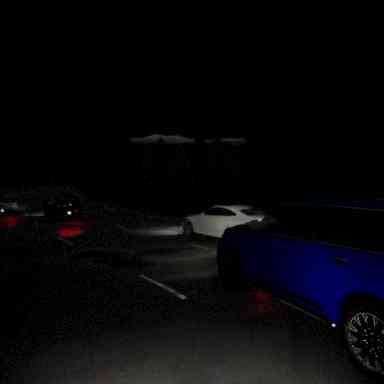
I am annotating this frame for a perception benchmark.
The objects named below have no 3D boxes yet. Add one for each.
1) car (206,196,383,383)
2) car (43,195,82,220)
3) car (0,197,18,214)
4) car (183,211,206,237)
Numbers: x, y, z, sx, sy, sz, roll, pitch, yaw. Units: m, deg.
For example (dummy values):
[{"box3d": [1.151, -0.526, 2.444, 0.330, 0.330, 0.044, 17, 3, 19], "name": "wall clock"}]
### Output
[{"box3d": [2.427, 1.072, 5.555, 2.150, 2.045, 5.566, 0, 1, -22], "name": "car"}, {"box3d": [-8.990, 1.011, 23.013, 1.837, 1.490, 4.892, -1, 2, -31], "name": "car"}, {"box3d": [-15.136, 1.055, 26.772, 1.895, 1.301, 4.718, -1, 2, -28], "name": "car"}, {"box3d": [1.469, 1.196, 13.435, 1.812, 1.442, 4.674, -1, 2, -35], "name": "car"}]
